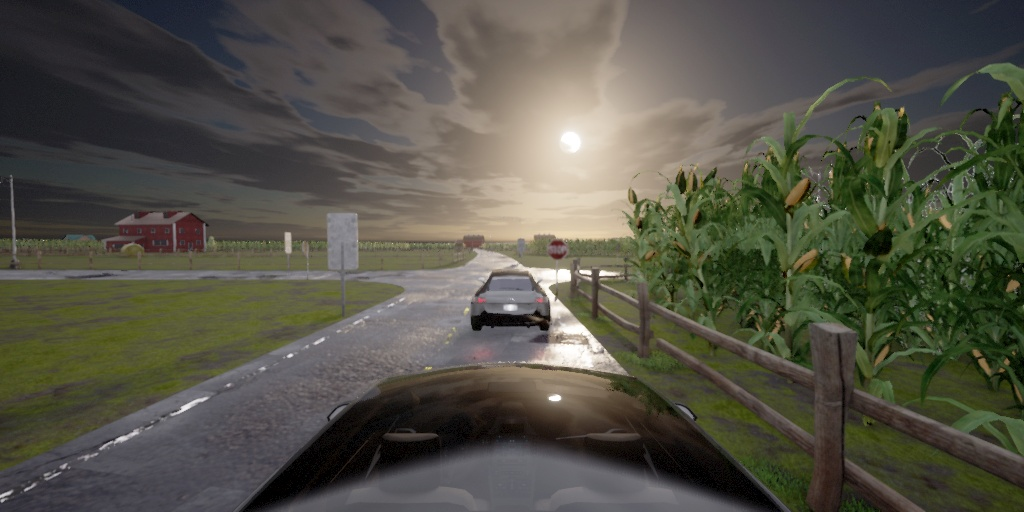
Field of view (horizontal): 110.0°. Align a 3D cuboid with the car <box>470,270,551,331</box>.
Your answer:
[{"bbox_3d":[-0.028,1.087,10.141,1.994,1.385,4.181,0,2,0],"label":"car"}]
